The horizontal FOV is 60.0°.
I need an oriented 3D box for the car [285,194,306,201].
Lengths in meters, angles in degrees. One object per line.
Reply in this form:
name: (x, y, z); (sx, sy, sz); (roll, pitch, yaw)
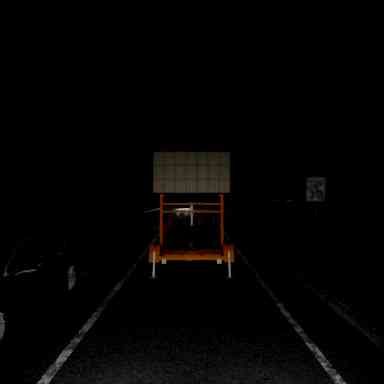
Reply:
car: (22.274, 1.033, 70.575); (5.357, 1.411, 2.033); (-2, 0, -32)

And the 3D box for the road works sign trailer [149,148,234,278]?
road works sign trailer: (-0.009, 0.467, 10.123); (2.380, 3.560, 2.880); (0, 0, 0)

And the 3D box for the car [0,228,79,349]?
car: (-3.591, 1.506, 6.023); (1.837, 1.490, 4.892); (0, 0, 0)

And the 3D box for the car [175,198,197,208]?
car: (-0.692, 1.528, 47.089); (2.033, 1.411, 5.357); (0, 0, 17)
